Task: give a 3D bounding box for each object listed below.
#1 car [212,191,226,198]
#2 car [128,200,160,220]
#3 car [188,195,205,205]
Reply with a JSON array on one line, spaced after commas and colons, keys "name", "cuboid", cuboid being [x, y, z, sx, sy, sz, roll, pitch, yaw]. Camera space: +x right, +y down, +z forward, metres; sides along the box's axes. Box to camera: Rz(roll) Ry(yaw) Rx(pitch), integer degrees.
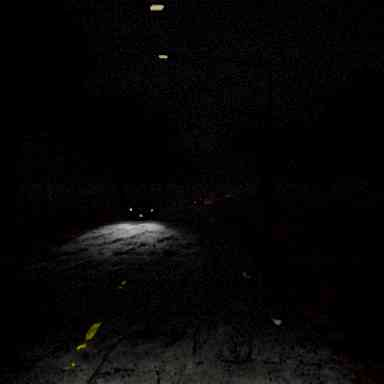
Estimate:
[{"name": "car", "cuboid": [5.400, 0.426, 65.074, 1.895, 1.301, 4.718, 0, 2, 19]}, {"name": "car", "cuboid": [-3.458, 1.268, 24.722, 1.895, 1.301, 4.718, 1, 1, -1]}, {"name": "car", "cuboid": [0.696, 1.000, 44.665, 1.895, 1.301, 4.718, 0, 1, 7]}]
